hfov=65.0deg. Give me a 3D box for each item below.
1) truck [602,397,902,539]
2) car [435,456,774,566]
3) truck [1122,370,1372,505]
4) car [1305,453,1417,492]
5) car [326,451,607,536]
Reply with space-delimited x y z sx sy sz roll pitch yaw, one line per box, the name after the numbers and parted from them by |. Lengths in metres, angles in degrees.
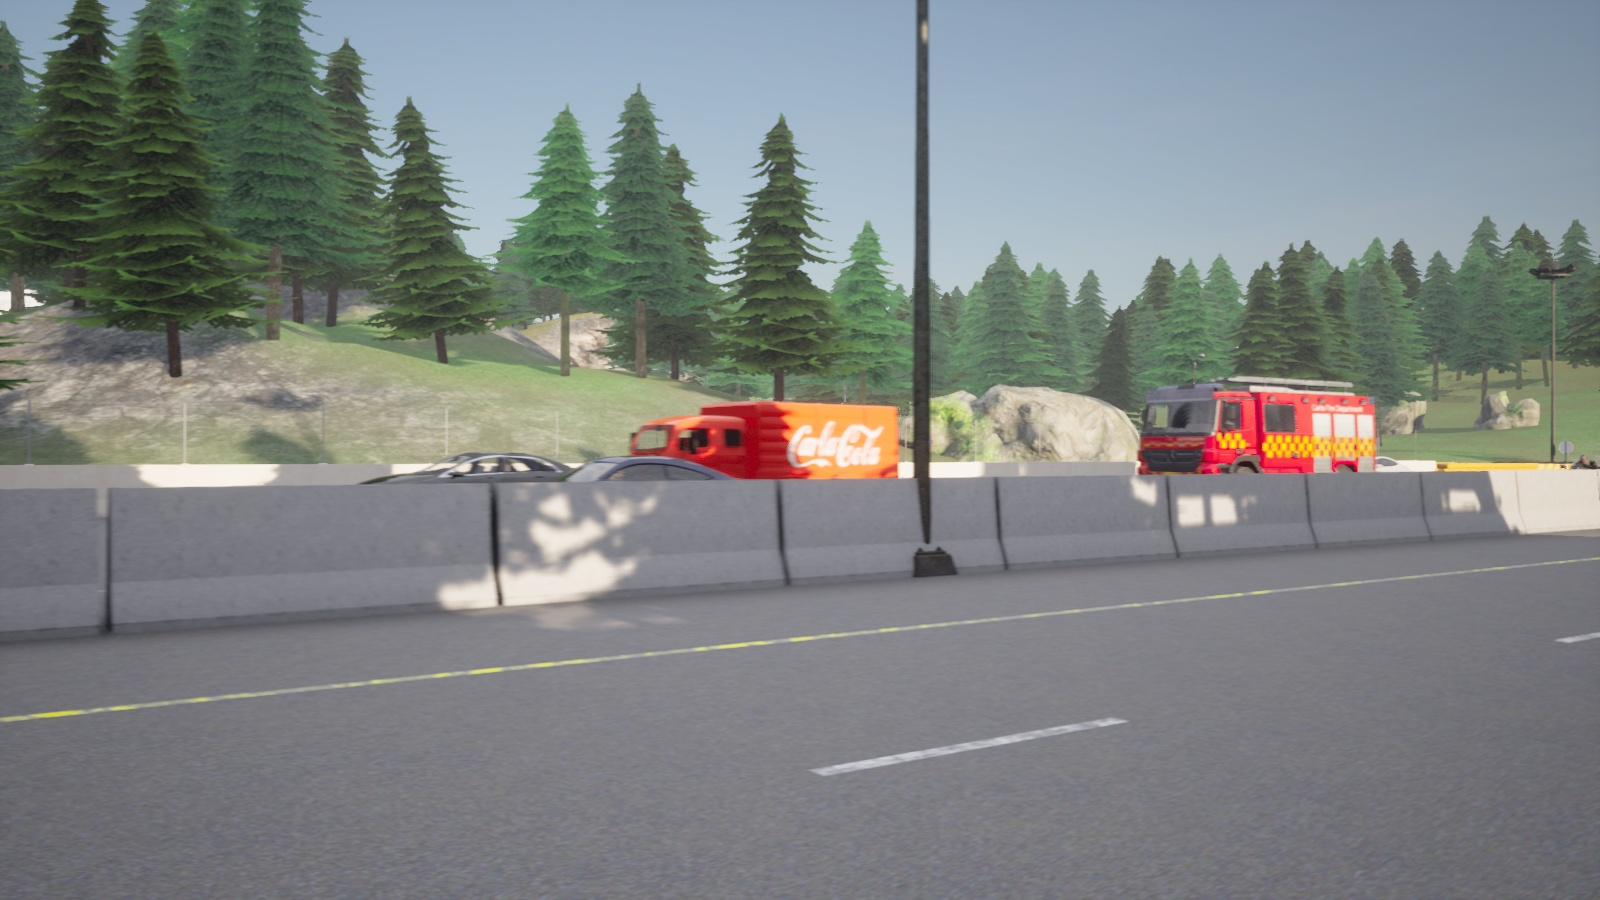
-0.884 0.319 24.367 5.204 2.467 2.627 0 0 -35 | truck
-2.834 0.823 18.743 4.674 1.442 1.812 0 0 -35 | car
14.055 -0.354 39.122 8.468 3.827 2.891 0 0 -34 | truck
21.753 0.844 48.650 4.674 1.442 1.812 0 0 -35 | car
-6.504 0.775 24.718 4.902 1.511 2.128 0 0 -35 | car
